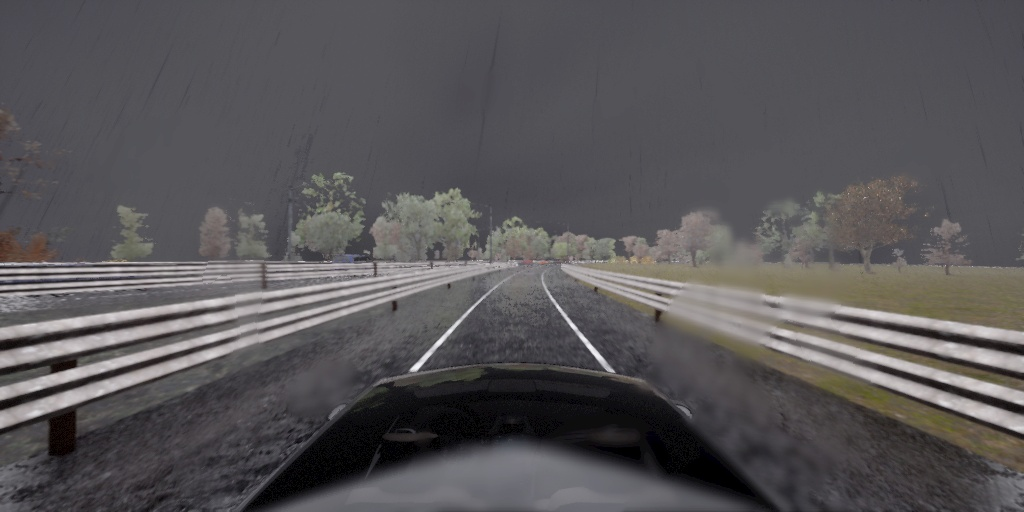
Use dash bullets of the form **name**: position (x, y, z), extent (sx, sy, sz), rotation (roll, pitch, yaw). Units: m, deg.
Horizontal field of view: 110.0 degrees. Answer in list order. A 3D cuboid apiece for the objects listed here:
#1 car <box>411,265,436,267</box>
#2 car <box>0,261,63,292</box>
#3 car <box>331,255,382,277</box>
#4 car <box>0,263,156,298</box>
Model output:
- **car**: position (-13.421, 1.547, 54.682), extent (1.895, 1.301, 4.718), rotation (0, -1, 15)
- **car**: position (-26.092, 1.008, 17.480), extent (1.837, 1.490, 4.892), rotation (0, -1, 12)
- **car**: position (-14.918, 0.938, 34.767), extent (2.150, 2.045, 5.566), rotation (0, -1, 14)
- **car**: position (-19.187, 1.040, 16.287), extent (1.812, 1.442, 4.674), rotation (0, -1, 12)
